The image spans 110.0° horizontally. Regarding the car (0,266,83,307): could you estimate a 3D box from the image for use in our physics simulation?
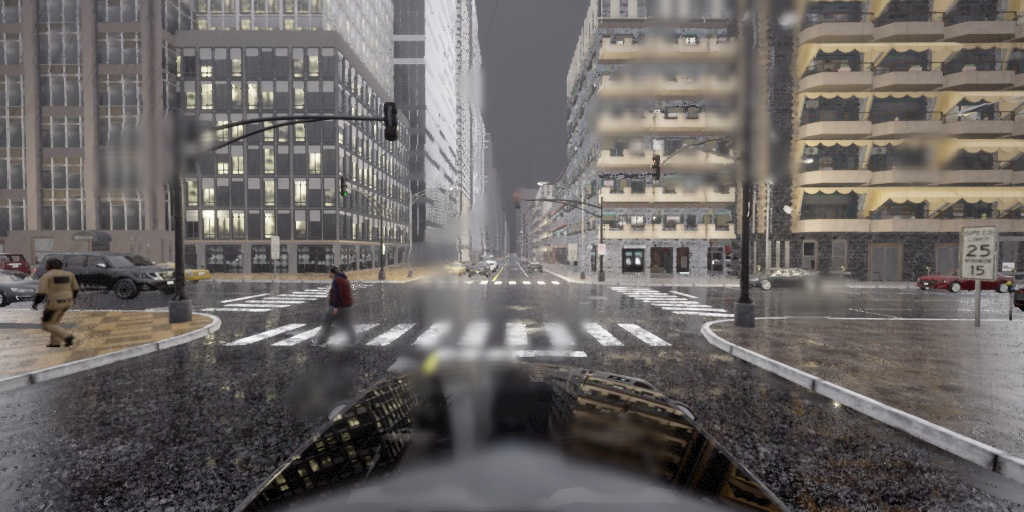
[{"bbox_3d":[-20.287,1.204,14.047,4.403,1.370,2.007,0,0,1],"label":"car"}]

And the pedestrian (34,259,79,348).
[{"bbox_3d":[-8.925,0.890,7.065,0.375,1.860,0.375,-1,1,0],"label":"pedestrian"}]

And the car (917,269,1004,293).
[{"bbox_3d":[27.373,1.462,21.733,4.507,1.381,1.888,0,0,1],"label":"car"}]

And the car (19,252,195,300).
[{"bbox_3d":[-18.484,0.848,16.567,5.566,2.045,2.150,1,1,1],"label":"car"}]

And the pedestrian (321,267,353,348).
[{"bbox_3d":[-3.750,1.042,7.670,0.375,1.860,0.375,-1,1,0],"label":"pedestrian"}]

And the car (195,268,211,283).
[{"bbox_3d":[-21.669,1.029,22.380,4.829,1.417,1.751,0,0,1],"label":"car"}]

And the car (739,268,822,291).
[{"bbox_3d":[16.307,1.376,21.887,4.403,1.370,2.007,0,0,1],"label":"car"}]

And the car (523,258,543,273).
[{"bbox_3d":[2.685,1.290,42.356,2.007,1.370,4.403,0,0,0],"label":"car"}]

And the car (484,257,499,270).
[{"bbox_3d":[-3.093,1.090,54.579,2.097,1.767,4.553,0,0,0],"label":"car"}]

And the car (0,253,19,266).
[{"bbox_3d":[-33.615,0.712,22.584,5.009,1.841,2.192,0,0,1],"label":"car"}]

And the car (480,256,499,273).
[{"bbox_3d":[-3.101,0.961,44.436,2.150,2.045,5.566,0,0,0],"label":"car"}]

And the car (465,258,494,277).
[{"bbox_3d":[-3.099,1.246,34.737,1.837,1.490,4.892,0,0,0],"label":"car"}]

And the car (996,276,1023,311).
[{"bbox_3d":[21.715,1.576,13.432,4.313,1.339,1.948,0,0,1],"label":"car"}]

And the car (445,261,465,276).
[{"bbox_3d":[-5.694,1.266,36.531,1.751,1.417,4.829,0,0,0],"label":"car"}]
